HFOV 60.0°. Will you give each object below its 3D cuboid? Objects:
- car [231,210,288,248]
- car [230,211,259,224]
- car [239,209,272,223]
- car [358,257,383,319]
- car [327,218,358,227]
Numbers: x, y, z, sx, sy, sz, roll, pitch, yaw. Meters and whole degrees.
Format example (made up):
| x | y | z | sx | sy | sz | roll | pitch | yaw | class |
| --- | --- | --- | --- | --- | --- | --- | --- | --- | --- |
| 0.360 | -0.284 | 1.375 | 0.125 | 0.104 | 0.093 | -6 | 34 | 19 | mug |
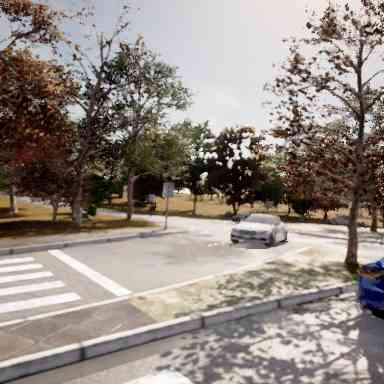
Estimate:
| x | y | z | sx | sy | sz | roll | pitch | yaw | class |
| --- | --- | --- | --- | --- | --- | --- | --- | --- | --- |
| 3.553 | 1.842 | 16.740 | 1.812 | 1.442 | 4.674 | 3 | -2 | 29 | car |
| 6.574 | 3.164 | 41.060 | 1.994 | 1.385 | 4.181 | 2 | -3 | 32 | car |
| 9.305 | 3.474 | 48.856 | 4.553 | 1.767 | 2.097 | 5 | -3 | -34 | car |
| 5.262 | 1.639 | 6.356 | 5.008 | 1.535 | 1.882 | 2 | -2 | -32 | car |
| 22.646 | 4.585 | 50.035 | 4.181 | 1.385 | 1.994 | 3 | -3 | 3 | car |
